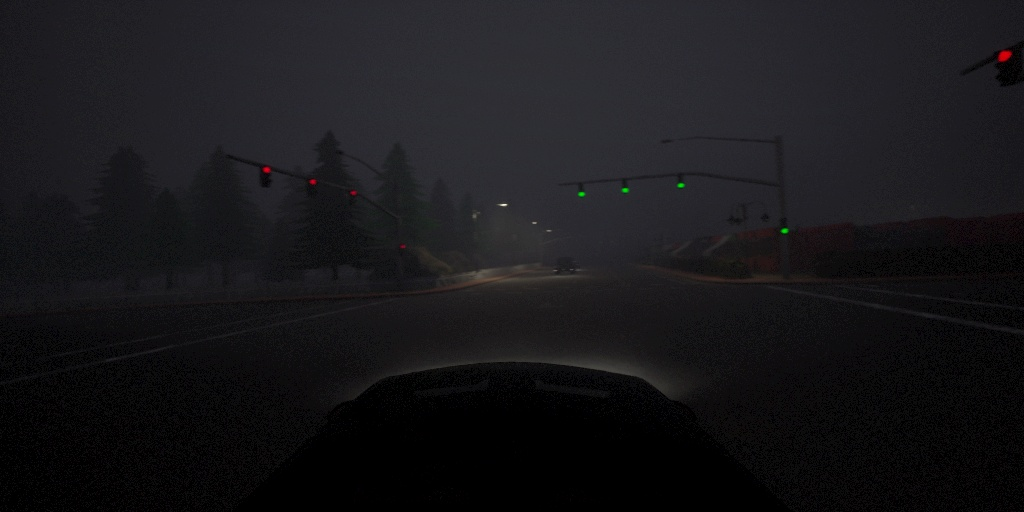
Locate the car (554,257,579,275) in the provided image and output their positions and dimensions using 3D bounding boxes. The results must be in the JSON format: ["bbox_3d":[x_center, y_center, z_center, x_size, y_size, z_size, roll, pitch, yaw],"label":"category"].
[{"bbox_3d":[6.421,1.153,43.212,2.150,2.045,5.566,-3,-1,13],"label":"car"}]
